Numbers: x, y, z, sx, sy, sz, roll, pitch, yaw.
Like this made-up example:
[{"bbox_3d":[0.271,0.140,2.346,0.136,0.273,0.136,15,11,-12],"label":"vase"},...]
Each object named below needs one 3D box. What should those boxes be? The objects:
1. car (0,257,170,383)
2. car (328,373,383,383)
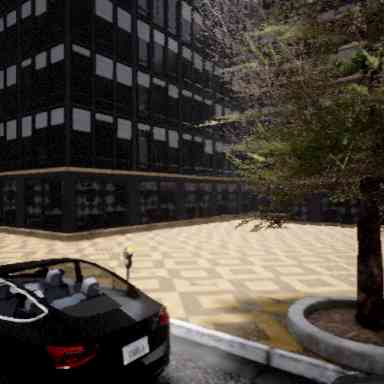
[{"bbox_3d":[-2.235,1.566,4.435,4.313,1.339,1.947,0,0,36],"label":"car"},{"bbox_3d":[2.395,1.566,1.129,4.313,1.339,1.947,0,0,36],"label":"car"}]
